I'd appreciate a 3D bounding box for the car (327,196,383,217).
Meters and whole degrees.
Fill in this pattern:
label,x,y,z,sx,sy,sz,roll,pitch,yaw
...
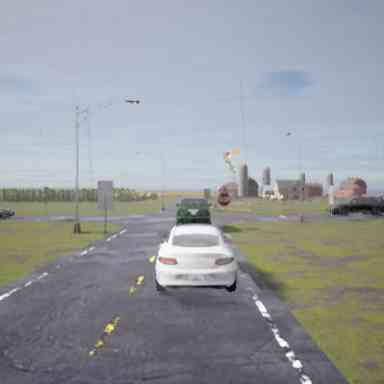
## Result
label,x,y,z,sx,sy,sz,roll,pitch,yaw
car,16.567,1.409,33.473,5.566,2.045,2.150,0,0,-2

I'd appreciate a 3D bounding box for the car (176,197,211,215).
label,x,y,z,sx,sy,sz,roll,pitch,yaw
car,0.095,1.368,22.526,2.150,2.045,5.566,0,0,0

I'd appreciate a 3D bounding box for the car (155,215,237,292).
label,x,y,z,sx,sy,sz,roll,pitch,yaw
car,0.097,1.584,8.956,1.812,1.442,4.674,0,-1,0

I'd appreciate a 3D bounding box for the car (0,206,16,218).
label,x,y,z,sx,sy,sz,roll,pitch,yaw
car,-18.826,1.741,30.621,4.892,1.490,1.837,0,0,6
